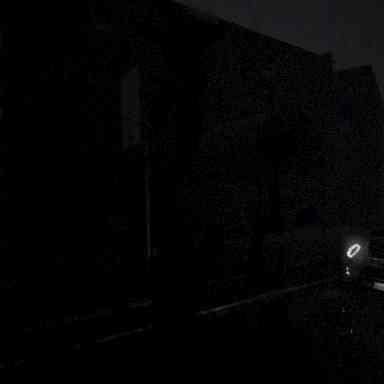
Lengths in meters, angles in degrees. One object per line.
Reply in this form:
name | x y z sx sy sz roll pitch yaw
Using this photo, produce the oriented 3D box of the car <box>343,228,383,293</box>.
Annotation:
car | 5.679 1.341 8.068 4.553 1.767 2.097 0 0 -36
